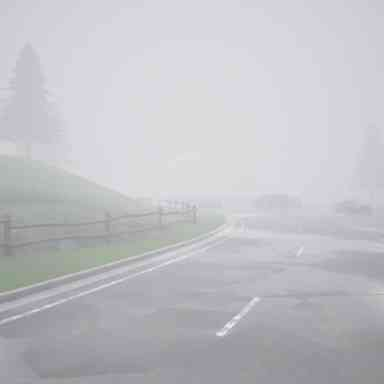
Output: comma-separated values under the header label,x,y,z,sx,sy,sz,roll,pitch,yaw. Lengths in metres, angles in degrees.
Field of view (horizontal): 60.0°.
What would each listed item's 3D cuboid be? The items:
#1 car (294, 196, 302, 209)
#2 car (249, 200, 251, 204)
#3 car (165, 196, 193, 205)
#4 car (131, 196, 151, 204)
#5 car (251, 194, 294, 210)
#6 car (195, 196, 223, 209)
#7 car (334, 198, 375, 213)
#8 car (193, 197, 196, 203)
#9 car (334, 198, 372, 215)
label,x,y,z,sx,sy,sz,roll,pitch,yaw
car,13.122,1.352,46.134,2.097,1.767,4.553,0,0,-20
car,12.109,1.547,56.599,2.033,1.411,5.357,0,0,-33
car,-2.688,1.478,58.464,1.882,1.535,5.008,0,0,-42
car,-9.338,1.492,60.627,2.128,1.511,4.902,0,0,-43
car,10.410,1.221,43.499,2.150,2.045,5.566,0,0,-21
car,2.532,1.526,44.225,1.812,1.442,4.674,0,0,-23
car,18.780,1.505,38.824,1.837,1.490,4.892,0,0,-9
car,1.365,1.492,59.035,2.128,1.511,4.902,0,0,-41
car,16.041,1.526,33.184,1.812,1.442,4.674,0,0,-4
